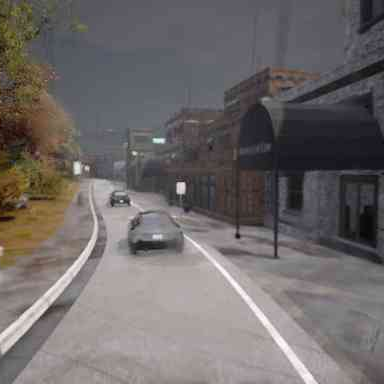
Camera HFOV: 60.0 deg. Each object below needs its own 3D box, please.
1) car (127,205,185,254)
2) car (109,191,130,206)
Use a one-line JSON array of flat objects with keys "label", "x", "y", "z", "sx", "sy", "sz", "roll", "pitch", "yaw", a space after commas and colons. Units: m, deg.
[{"label": "car", "x": -1.539, "y": 1.436, "z": 13.172, "sx": 1.994, "sy": 1.385, "sz": 4.181, "roll": -1, "pitch": 1, "yaw": -11}, {"label": "car", "x": -7.285, "y": 0.580, "z": 33.304, "sx": 1.812, "sy": 1.442, "sz": 4.674, "roll": -1, "pitch": 3, "yaw": -18}]
